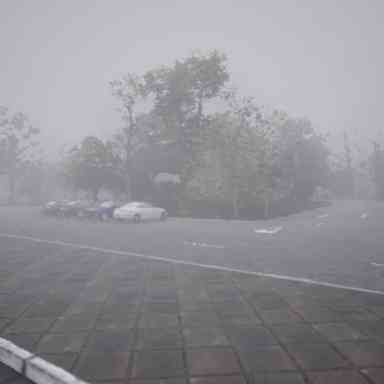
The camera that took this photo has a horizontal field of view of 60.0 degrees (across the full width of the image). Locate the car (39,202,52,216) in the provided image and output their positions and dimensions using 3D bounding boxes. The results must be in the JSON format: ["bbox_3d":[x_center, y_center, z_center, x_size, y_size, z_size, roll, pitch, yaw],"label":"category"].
[{"bbox_3d":[-11.772,1.484,30.956,2.002,1.452,4.674,0,0,36],"label":"car"}]

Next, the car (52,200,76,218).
[{"bbox_3d":[-9.108,1.447,29.048,2.231,1.521,4.892,0,0,36],"label":"car"}]

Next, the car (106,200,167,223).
[{"bbox_3d":[-3.882,1.489,25.316,2.002,1.452,4.674,0,0,36],"label":"car"}]

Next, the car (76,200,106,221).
[{"bbox_3d":[-6.439,1.447,27.154,2.097,1.535,5.008,0,0,36],"label":"car"}]
